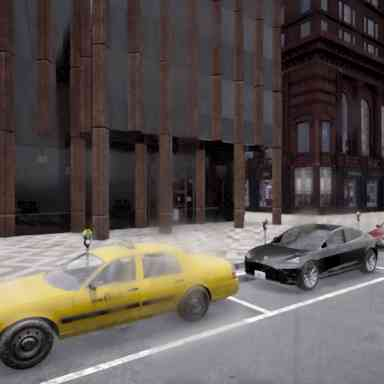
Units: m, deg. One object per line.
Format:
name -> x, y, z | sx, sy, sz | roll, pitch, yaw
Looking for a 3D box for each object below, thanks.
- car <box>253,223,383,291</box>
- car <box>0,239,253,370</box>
car -> 3.363, 1.567, 9.046 | 4.313, 1.339, 1.947 | 0, 0, -35
car -> -1.365, 1.525, 5.675 | 4.829, 1.417, 1.752 | 0, 0, -35
